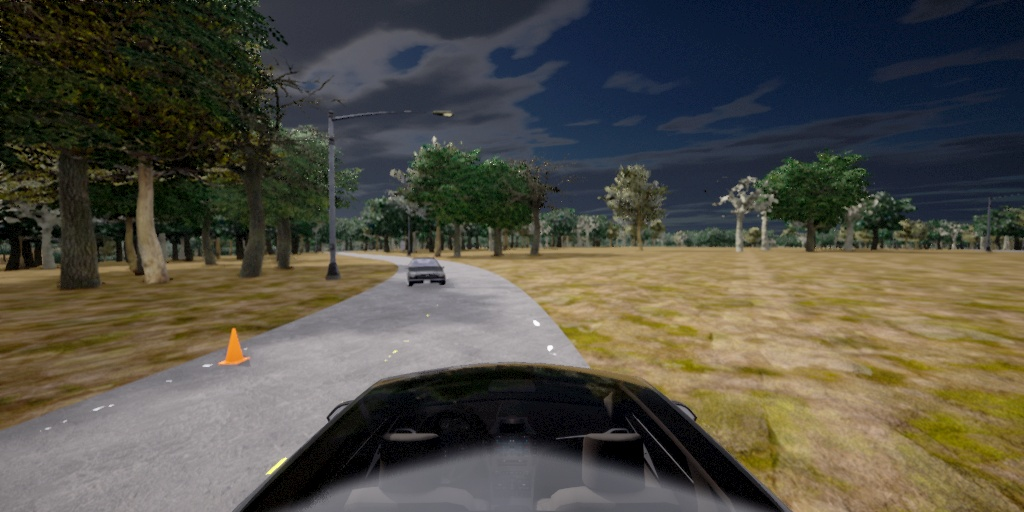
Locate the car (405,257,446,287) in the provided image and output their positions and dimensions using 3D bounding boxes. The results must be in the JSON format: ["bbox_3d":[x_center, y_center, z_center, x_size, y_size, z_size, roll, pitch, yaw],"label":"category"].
[{"bbox_3d":[-4.791,0.779,19.536,2.033,1.411,5.357,-1,2,-17],"label":"car"}]

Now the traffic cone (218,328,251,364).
[{"bbox_3d":[-4.903,1.570,6.339,0.340,0.580,0.340,0,0,-2],"label":"traffic cone"}]
